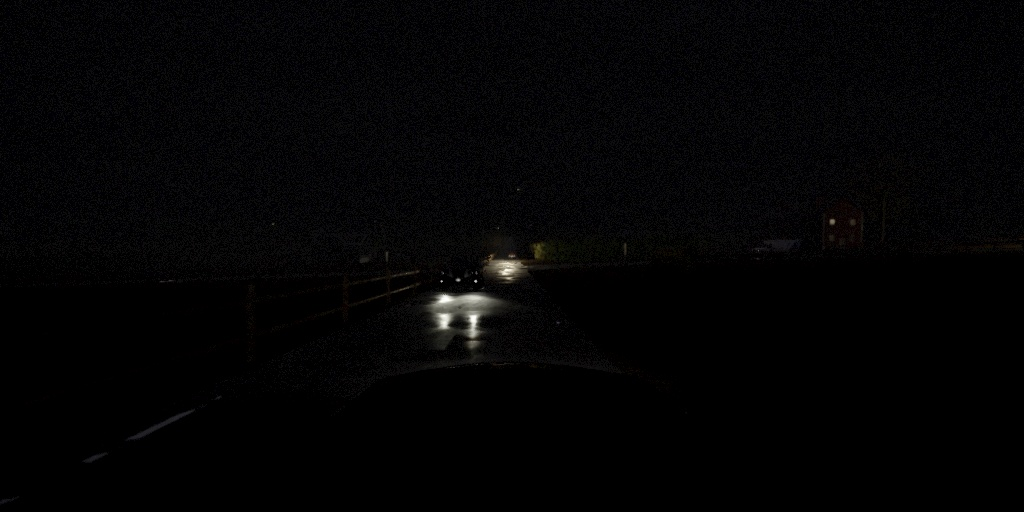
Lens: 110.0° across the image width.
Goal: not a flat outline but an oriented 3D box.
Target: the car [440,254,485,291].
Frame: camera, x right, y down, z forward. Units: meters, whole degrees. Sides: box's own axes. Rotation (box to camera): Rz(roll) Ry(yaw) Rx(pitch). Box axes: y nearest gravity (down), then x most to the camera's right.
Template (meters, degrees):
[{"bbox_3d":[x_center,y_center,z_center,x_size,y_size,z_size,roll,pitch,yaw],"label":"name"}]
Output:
[{"bbox_3d":[-2.851,0.906,21.766,2.150,2.045,5.566,0,0,0],"label":"car"}]
